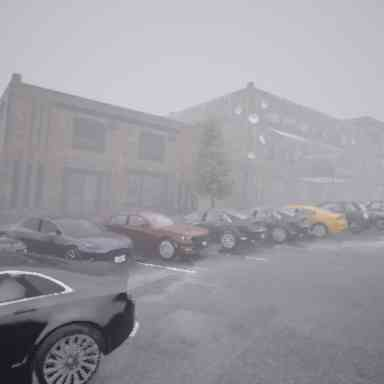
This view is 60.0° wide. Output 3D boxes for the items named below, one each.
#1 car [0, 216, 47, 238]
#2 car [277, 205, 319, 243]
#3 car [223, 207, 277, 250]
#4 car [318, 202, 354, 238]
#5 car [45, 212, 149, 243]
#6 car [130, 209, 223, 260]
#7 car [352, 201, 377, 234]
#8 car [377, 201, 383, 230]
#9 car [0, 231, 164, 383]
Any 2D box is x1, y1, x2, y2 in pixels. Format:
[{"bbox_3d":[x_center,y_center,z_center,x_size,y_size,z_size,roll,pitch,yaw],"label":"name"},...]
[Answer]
[{"bbox_3d":[-6.400,1.473,8.945,5.008,1.535,2.097,-1,-1,34],"label":"car"},{"bbox_3d":[3.102,1.469,15.841,4.892,1.521,2.231,-1,-1,34],"label":"car"},{"bbox_3d":[0.727,1.470,14.121,4.892,1.521,2.231,-1,0,34],"label":"car"},{"bbox_3d":[5.479,1.467,17.566,5.008,1.535,2.097,-1,-1,34],"label":"car"},{"bbox_3d":[-3.999,1.501,10.652,4.792,1.488,2.163,-1,-1,34],"label":"car"},{"bbox_3d":[-1.654,1.470,12.405,5.008,1.535,2.097,-1,-1,34],"label":"car"},{"bbox_3d":[7.876,1.343,19.272,4.553,1.767,2.185,-1,-1,34],"label":"car"},{"bbox_3d":[10.234,1.513,21.016,4.674,1.452,2.002,-1,-1,34],"label":"car"},{"bbox_3d":[-2.991,1.492,3.598,4.902,1.511,2.128,0,0,-36],"label":"car"}]
